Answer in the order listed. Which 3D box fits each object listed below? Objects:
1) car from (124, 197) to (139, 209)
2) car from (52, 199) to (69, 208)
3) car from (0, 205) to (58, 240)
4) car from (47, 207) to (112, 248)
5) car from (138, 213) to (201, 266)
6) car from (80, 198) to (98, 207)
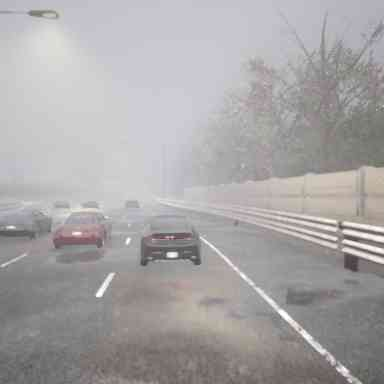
[{"bbox_3d":[-8.460,1.508,46.918,1.882,1.535,5.008,0,0,-12],"label":"car"},{"bbox_3d":[-18.756,1.632,47.589,1.994,1.385,4.181,0,0,-26],"label":"car"},{"bbox_3d":[-8.653,1.595,17.338,1.994,1.385,4.181,0,0,-9],"label":"car"},{"bbox_3d":[-4.746,1.581,14.936,1.994,1.385,4.181,0,0,-8],"label":"car"},{"bbox_3d":[-0.816,1.508,11.690,1.837,1.490,4.892,0,0,-6],"label":"car"},{"bbox_3d":[-14.435,1.578,46.724,1.812,1.442,4.674,0,0,-26],"label":"car"}]
